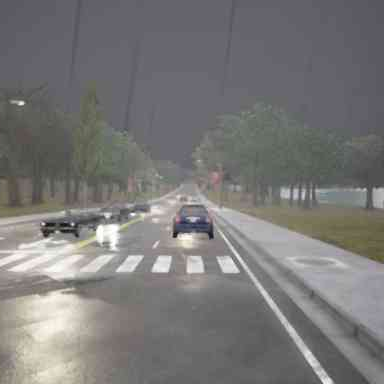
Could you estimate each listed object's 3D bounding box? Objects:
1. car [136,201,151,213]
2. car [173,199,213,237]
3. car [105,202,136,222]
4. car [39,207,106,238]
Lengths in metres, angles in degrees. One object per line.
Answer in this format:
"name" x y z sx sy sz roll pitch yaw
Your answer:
"car" -6.361 1.900 42.487 2.033 1.411 5.357 1 -1 1
"car" 0.066 1.471 18.848 2.097 1.767 4.553 1 0 0
"car" -6.448 1.646 27.994 2.128 1.511 4.902 1 -1 1
"car" -6.488 1.655 18.276 1.895 1.301 4.718 1 0 0
